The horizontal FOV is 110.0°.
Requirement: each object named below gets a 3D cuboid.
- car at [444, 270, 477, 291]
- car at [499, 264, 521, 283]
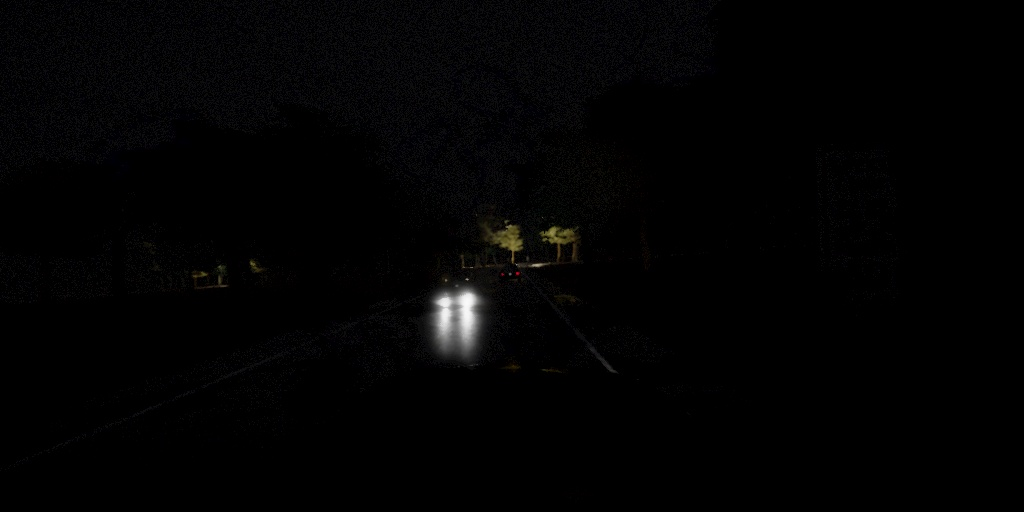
[{"bbox_3d":[-3.631,1.664,25.729,1.895,1.301,4.718,-2,0,0],"label":"car"},{"bbox_3d":[-0.154,1.511,31.392,2.033,1.411,5.357,-2,-1,0],"label":"car"}]
